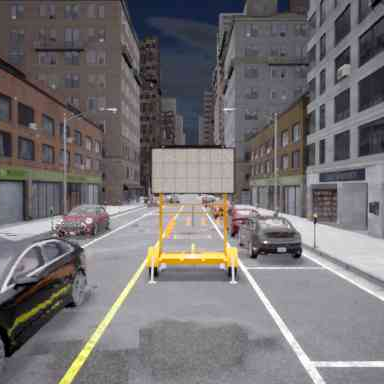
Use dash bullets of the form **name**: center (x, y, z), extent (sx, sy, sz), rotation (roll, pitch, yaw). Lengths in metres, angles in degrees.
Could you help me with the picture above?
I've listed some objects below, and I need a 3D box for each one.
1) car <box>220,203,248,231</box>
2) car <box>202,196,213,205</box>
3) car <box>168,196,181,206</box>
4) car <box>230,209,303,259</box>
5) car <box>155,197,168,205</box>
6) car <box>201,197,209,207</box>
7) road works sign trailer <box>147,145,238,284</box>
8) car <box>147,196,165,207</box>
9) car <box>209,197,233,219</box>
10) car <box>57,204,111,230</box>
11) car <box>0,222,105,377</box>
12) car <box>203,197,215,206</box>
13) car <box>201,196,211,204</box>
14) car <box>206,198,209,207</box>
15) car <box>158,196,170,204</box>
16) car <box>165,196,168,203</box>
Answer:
- **car**: center (2.781, 1.545, 17.940), extent (1.887, 1.381, 4.507), rotation (-1, 0, 0)
- **car**: center (2.851, 1.570, 61.981), extent (1.887, 1.381, 4.507), rotation (-1, 0, 0)
- **car**: center (-2.980, 1.528, 56.858), extent (1.837, 1.490, 4.892), rotation (0, -1, 0)
- **car**: center (2.772, 1.550, 12.434), extent (2.008, 1.369, 4.403), rotation (-1, 0, 0)
- **car**: center (-5.674, 1.576, 61.995), extent (2.008, 1.369, 4.403), rotation (-1, 0, 0)
- **car**: center (2.833, 1.582, 50.971), extent (1.947, 1.339, 4.313), rotation (-1, 0, 0)
- **road works sign trailer**: center (0.028, 0.463, 9.577), extent (2.380, 3.560, 2.880), rotation (0, 0, 0)
- **car**: center (-5.693, 1.457, 50.984), extent (1.967, 1.590, 4.097), rotation (-1, 0, 0)
- **car**: center (2.797, 1.444, 28.950), extent (1.967, 1.590, 4.097), rotation (-1, 0, 0)
- **car**: center (-5.745, 1.440, 17.953), extent (1.967, 1.590, 4.097), rotation (-1, 0, 0)
- **car**: center (-3.092, 1.490, 5.078), extent (2.128, 1.511, 4.902), rotation (0, 0, 0)
- **car**: center (2.842, 1.566, 56.475), extent (1.887, 1.381, 4.507), rotation (-1, 0, 0)
- **car**: center (2.859, 1.575, 67.486), extent (1.887, 1.381, 4.507), rotation (-1, 0, 0)
- **car**: center (2.807, 1.551, 34.455), extent (1.887, 1.381, 4.507), rotation (-1, 0, 0)
- **car**: center (-5.666, 1.575, 67.500), extent (1.887, 1.381, 4.507), rotation (-1, 0, 0)
- **car**: center (-5.683, 1.587, 56.490), extent (1.947, 1.339, 4.313), rotation (-1, 0, 0)
